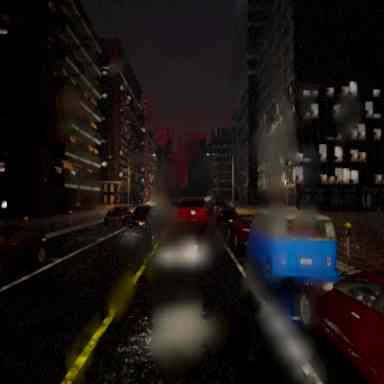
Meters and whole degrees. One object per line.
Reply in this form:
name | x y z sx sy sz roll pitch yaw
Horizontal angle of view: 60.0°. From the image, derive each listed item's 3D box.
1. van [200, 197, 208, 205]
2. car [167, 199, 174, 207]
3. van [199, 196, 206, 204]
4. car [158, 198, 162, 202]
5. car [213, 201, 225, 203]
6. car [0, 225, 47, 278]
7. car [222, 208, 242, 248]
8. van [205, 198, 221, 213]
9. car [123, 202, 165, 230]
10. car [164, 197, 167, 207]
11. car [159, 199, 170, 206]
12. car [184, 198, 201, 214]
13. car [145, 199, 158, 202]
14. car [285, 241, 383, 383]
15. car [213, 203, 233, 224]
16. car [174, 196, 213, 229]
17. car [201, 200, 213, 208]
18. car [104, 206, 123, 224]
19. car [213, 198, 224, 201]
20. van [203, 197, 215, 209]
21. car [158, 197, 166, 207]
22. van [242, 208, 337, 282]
van | 2.627 1.966 75.440 1.690 1.788 3.998 1 0 0
car | -3.083 2.075 63.673 2.033 1.411 5.357 0 0 0
van | 2.614 2.057 86.457 1.690 1.788 3.998 1 0 0
car | -5.726 1.921 47.694 1.752 1.417 4.829 1 0 0
car | 2.670 1.842 31.376 1.802 1.307 4.206 1 0 0
car | -5.653 1.663 9.597 1.802 1.307 4.206 1 0 0
car | 2.689 1.672 15.254 1.887 1.381 4.507 1 0 0
van | 2.663 1.692 42.393 1.690 1.788 3.998 1 0 0
car | -3.122 1.692 22.565 1.837 1.490 4.892 0 0 0
car | -5.740 1.849 64.398 2.192 1.841 5.009 1 0 0
car | -5.751 2.124 69.907 1.887 1.381 4.507 1 0 0
car | 0.055 1.699 41.824 2.097 1.767 4.553 0 0 0
car | -5.720 1.875 42.181 1.752 1.417 4.829 1 0 0
car | 2.700 1.618 4.159 1.802 1.307 4.206 1 0 0
car | 2.676 1.801 26.349 1.802 1.307 4.206 1 0 0
car | 0.075 1.420 23.709 2.150 2.045 5.566 0 0 0
car | 2.640 2.070 58.914 1.802 1.307 4.206 1 0 0
car | -5.671 1.800 26.236 1.802 1.307 4.206 1 0 0
car | 2.669 1.621 36.886 2.192 1.841 5.009 1 0 0
van | 2.651 1.784 53.409 1.690 1.788 3.998 1 0 0
car | -5.732 1.966 53.204 1.752 1.417 4.829 1 0 0
van | 2.699 1.423 9.708 1.690 1.788 3.998 1 0 0
